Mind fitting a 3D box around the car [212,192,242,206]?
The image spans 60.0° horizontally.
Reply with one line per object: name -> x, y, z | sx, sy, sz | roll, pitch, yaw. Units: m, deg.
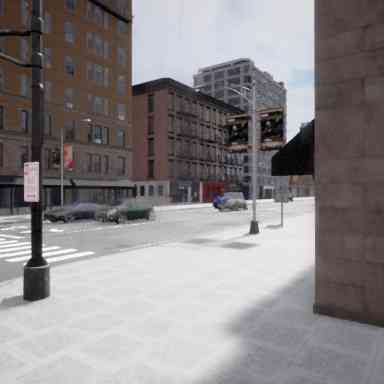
car -> 4.799, 1.066, 43.049 | 2.150, 2.045, 5.566 | 0, 0, 35

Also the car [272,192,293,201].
car -> 13.623, 0.764, 49.791 | 2.097, 1.767, 4.553 | 0, 0, 35

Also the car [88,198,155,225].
car -> -4.758, 1.282, 23.860 | 2.097, 1.767, 4.553 | 0, 0, 35

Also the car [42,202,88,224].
car -> -8.214, 1.489, 24.600 | 2.033, 1.411, 5.357 | 0, 0, 35

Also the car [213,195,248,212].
car -> 4.608, 1.385, 37.146 | 1.812, 1.442, 4.674 | 0, 0, 35
